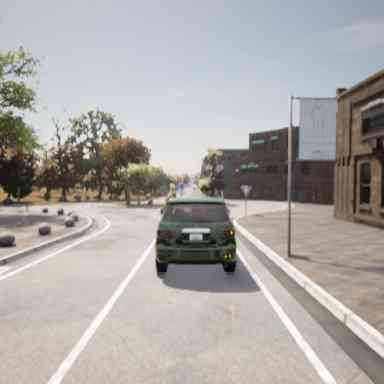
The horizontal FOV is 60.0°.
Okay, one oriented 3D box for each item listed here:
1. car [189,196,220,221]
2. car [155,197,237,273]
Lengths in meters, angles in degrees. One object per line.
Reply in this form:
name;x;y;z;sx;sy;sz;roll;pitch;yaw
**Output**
car;1.075;1.190;26.300;2.097;1.767;4.553;0;0;7
car;0.102;1.162;10.646;2.150;2.045;5.566;0;0;0
